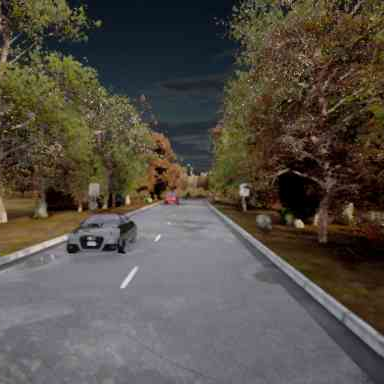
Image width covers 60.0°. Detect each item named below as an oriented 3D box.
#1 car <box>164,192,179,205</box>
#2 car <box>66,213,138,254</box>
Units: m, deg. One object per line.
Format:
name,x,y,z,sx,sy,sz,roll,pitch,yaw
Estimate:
car,-3.307,1.000,54.238,2.150,2.045,5.566,0,0,1
car,-3.348,1.521,13.070,1.994,1.385,4.181,0,0,0
